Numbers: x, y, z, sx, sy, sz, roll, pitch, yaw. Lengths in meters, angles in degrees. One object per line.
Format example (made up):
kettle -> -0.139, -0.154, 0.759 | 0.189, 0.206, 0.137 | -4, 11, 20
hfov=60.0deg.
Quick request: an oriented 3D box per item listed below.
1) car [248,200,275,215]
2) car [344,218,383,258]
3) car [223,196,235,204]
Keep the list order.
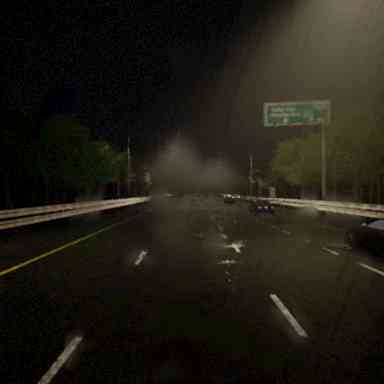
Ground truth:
car -> 7.053, 1.536, 34.128 | 2.033, 1.411, 5.357 | 0, 0, 0
car -> 7.009, 1.567, 11.505 | 1.994, 1.385, 4.181 | 0, 0, 0
car -> 7.117, 1.540, 64.196 | 1.994, 1.385, 4.181 | 0, 0, 0
